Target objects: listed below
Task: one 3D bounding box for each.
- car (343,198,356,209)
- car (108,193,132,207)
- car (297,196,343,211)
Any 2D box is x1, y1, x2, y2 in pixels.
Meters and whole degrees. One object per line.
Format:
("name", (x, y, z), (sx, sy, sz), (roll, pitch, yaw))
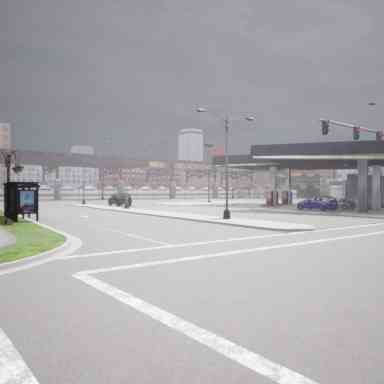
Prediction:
("car", (18.626, 1.456, 42.267), (1.970, 1.475, 3.806), (0, 0, -35))
("car", (-11.338, 1.222, 52.244), (2.150, 2.045, 5.566), (0, 0, -35))
("car", (14.352, 1.295, 38.353), (2.242, 1.667, 4.611), (0, 0, -35))
